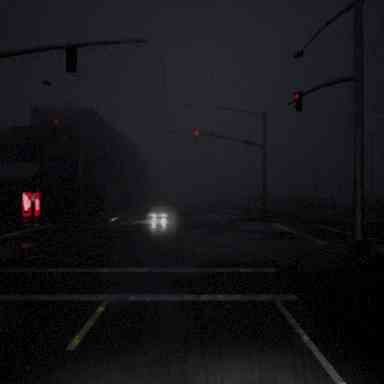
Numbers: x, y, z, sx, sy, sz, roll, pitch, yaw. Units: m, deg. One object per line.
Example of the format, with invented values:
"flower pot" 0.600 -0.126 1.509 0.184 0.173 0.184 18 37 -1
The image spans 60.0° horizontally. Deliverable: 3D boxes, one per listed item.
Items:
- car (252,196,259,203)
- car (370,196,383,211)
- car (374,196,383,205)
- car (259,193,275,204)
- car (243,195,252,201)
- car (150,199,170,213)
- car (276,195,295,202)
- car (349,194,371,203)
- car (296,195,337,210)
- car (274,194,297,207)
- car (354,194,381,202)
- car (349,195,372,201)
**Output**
"car" 13.742 1.145 60.281 4.605 1.855 1.932 0 0 0
"car" 21.533 1.332 34.503 4.514 1.523 2.007 0 0 0
"car" 32.251 1.343 53.904 4.514 1.523 2.007 0 0 0
"car" 14.155 1.123 57.376 3.866 1.878 1.905 0 0 0
"car" 13.874 1.431 78.865 3.633 1.501 1.845 0 0 0
"car" -3.506 1.508 37.117 2.128 1.511 4.902 0 0 0
"car" 21.296 1.440 75.887 3.806 1.475 1.970 0 0 0
"car" 32.290 1.370 63.897 3.633 1.501 1.845 0 0 0
"car" 14.483 1.268 38.164 3.806 1.475 1.970 0 0 0
"car" 14.158 1.193 44.581 5.027 1.636 2.152 0 0 0
"car" 39.961 1.387 75.744 5.027 1.636 2.152 0 0 0
"car" 39.908 1.398 78.881 4.514 1.523 2.007 0 0 0
